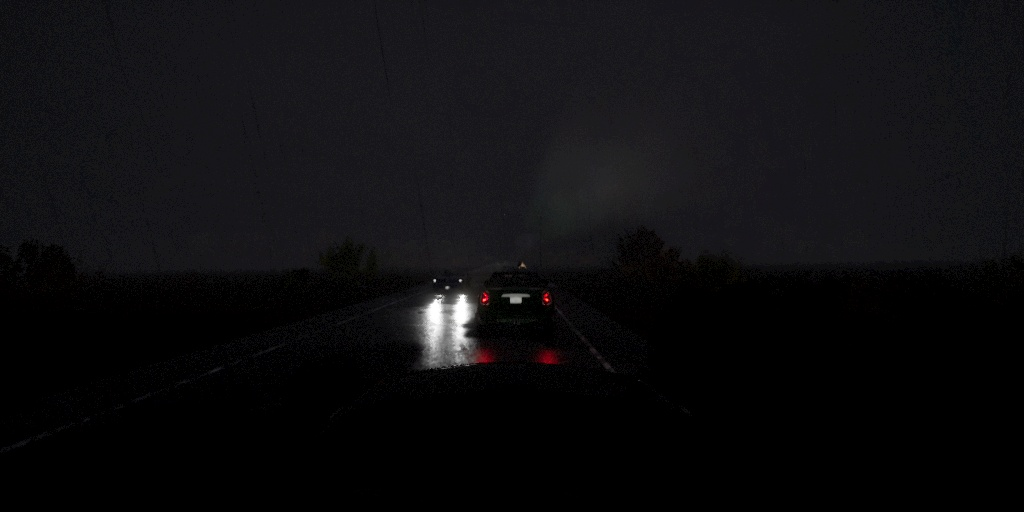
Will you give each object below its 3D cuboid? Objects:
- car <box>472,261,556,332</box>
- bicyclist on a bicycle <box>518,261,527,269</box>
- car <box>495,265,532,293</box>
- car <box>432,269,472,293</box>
[{"bbox_3d":[0.099,1.157,11.255,2.097,1.767,4.553,0,0,0],"label":"car"},{"bbox_3d":[0.971,1.372,33.034,0.866,1.612,1.509,0,0,0],"label":"bicyclist on a bicycle"},{"bbox_3d":[0.097,1.362,22.886,2.128,1.511,4.902,0,-1,0],"label":"car"},{"bbox_3d":[-3.603,1.471,22.223,1.895,1.301,4.718,0,0,0],"label":"car"}]
